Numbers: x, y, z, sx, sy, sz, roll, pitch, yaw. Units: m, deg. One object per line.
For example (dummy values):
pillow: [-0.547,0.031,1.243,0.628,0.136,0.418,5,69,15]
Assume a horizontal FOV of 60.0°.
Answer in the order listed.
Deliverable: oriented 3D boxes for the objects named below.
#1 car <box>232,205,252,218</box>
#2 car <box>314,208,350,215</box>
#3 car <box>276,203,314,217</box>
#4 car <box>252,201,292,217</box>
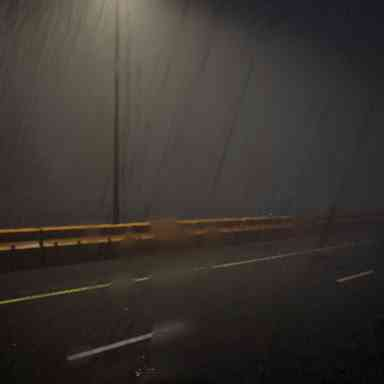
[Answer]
car: [6.971,2.424,41.156,4.892,1.490,1.837,1,-2,-43]
car: [14.692,2.327,34.025,4.181,1.385,1.994,1,-2,-43]
car: [11.614,2.296,35.934,4.902,1.511,2.128,1,-2,-43]
car: [9.957,2.097,39.130,5.566,2.045,2.150,1,-2,-43]
